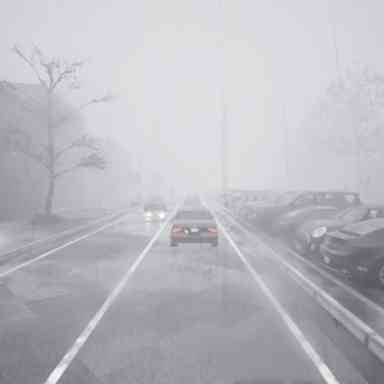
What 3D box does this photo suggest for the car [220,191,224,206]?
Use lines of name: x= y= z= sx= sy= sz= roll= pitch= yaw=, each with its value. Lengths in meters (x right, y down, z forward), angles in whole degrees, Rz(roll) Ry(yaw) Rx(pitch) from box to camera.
car: x=5.625 y=0.963 z=33.261 sx=5.008 sy=1.535 sz=2.097 roll=0 pitch=1 yaw=0

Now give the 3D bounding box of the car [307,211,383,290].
car: x=5.671 y=1.371 z=8.035 sx=4.892 sy=1.521 sz=2.231 roll=0 pitch=1 yaw=0

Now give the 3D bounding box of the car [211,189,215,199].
car: x=5.789 y=0.734 z=47.276 sx=5.366 sy=1.575 sz=1.946 roll=0 pitch=1 yaw=0

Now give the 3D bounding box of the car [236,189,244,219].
car: x=5.628 y=0.938 z=19.243 sx=5.566 sy=2.045 sz=2.435 roll=0 pitch=1 yaw=0

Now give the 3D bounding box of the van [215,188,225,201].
van: x=5.497 y=0.602 z=41.666 sx=4.442 sy=1.987 sz=1.878 roll=0 pitch=1 yaw=0

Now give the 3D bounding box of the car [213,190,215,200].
car: x=5.638 y=0.812 z=44.473 sx=4.792 sy=1.488 sz=2.163 roll=0 pitch=1 yaw=0

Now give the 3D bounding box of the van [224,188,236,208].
van: x=5.519 y=0.782 z=30.455 sx=4.442 sy=1.987 sz=1.878 roll=0 pitch=1 yaw=0

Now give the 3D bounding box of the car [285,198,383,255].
car: x=5.704 y=1.199 z=10.836 sx=4.553 sy=1.767 sz=2.185 roll=0 pitch=1 yaw=0

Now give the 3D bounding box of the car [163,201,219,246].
car: x=0.089 y=1.341 z=14.064 sx=2.033 sy=1.411 sz=5.357 roll=0 pitch=1 yaw=0

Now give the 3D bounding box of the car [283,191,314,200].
car: x=18.690 y=0.602 z=58.662 sx=4.792 sy=1.488 sz=2.163 roll=0 pitch=1 yaw=0

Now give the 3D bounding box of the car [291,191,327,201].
car: x=18.667 y=0.650 z=53.092 sx=5.008 sy=1.535 sz=2.097 roll=0 pitch=1 yaw=0

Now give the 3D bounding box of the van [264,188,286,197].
van: x=18.751 y=0.131 z=75.371 sx=4.442 sy=1.987 sz=1.878 roll=0 pitch=1 yaw=0

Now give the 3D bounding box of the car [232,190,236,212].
car: x=5.614 y=0.973 z=24.851 sx=4.553 sy=1.767 sz=2.185 roll=0 pitch=1 yaw=0

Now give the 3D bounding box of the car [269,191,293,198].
car: x=18.639 y=0.469 z=69.802 sx=4.674 sy=1.452 sz=2.002 roll=0 pitch=1 yaw=0

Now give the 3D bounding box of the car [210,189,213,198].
car: x=5.593 y=0.693 z=50.075 sx=5.008 sy=1.535 sz=2.097 roll=0 pitch=1 yaw=0

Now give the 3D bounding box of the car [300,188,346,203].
car: x=18.653 y=0.483 z=47.520 sx=5.566 sy=2.045 sz=2.435 roll=0 pitch=1 yaw=0

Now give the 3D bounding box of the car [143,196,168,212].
car: x=-3.266 y=1.095 z=30.615 sx=1.994 sy=1.385 sz=4.181 roll=0 pitch=1 yaw=0

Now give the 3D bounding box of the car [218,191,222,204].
car: x=5.595 y=0.948 z=36.064 sx=4.792 sy=1.488 sz=2.163 roll=0 pitch=1 yaw=0

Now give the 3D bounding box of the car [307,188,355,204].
car: x=18.659 y=0.526 z=44.859 sx=5.566 sy=2.045 sz=2.435 roll=0 pitch=1 yaw=0

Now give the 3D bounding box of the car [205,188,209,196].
car: x=5.605 y=0.287 z=61.284 sx=5.566 sy=2.045 sz=2.435 roll=0 pitch=1 yaw=0

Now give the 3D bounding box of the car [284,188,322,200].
car: x=18.639 y=0.359 z=55.875 sx=5.566 sy=2.045 sz=2.435 roll=0 pitch=1 yaw=0

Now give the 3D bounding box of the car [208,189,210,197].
car: x=5.558 y=0.642 z=55.683 sx=4.792 sy=1.488 sz=2.163 roll=0 pitch=1 yaw=0

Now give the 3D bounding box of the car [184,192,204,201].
car: x=0.077 y=0.930 z=41.024 sx=1.994 sy=1.385 sz=4.181 roll=0 pitch=1 yaw=0

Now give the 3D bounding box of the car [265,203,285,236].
car: x=5.664 y=1.319 z=13.641 sx=4.674 sy=1.452 sz=2.002 roll=0 pitch=1 yaw=0

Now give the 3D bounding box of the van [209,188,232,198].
van: x=5.683 y=0.240 z=66.891 sx=4.442 sy=1.987 sz=1.878 roll=0 pitch=1 yaw=0

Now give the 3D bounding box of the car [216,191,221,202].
car: x=5.590 y=0.902 z=38.867 sx=4.792 sy=1.488 sz=2.163 roll=0 pitch=1 yaw=0

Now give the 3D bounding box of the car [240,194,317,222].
car: x=5.620 y=1.018 z=22.047 sx=4.553 sy=1.767 sz=2.185 roll=0 pitch=1 yaw=0

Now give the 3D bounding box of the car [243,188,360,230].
car: x=5.633 y=0.983 z=16.440 sx=5.566 sy=2.045 sz=2.435 roll=0 pitch=1 yaw=0

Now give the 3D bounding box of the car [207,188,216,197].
car: x=5.578 y=0.575 z=58.480 sx=4.892 sy=1.521 sz=2.231 roll=0 pitch=1 yaw=0

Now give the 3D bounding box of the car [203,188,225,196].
car: x=5.578 y=-0.011 z=86.512 sx=5.566 sy=2.045 sz=2.435 roll=0 pitch=1 yaw=0

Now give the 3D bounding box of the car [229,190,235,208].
car: x=5.672 y=0.928 z=27.654 sx=4.553 sy=1.767 sz=2.185 roll=0 pitch=1 yaw=0

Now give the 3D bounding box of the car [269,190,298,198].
car: x=18.461 y=0.462 z=67.017 sx=5.366 sy=1.575 sz=1.946 roll=0 pitch=1 yaw=0
